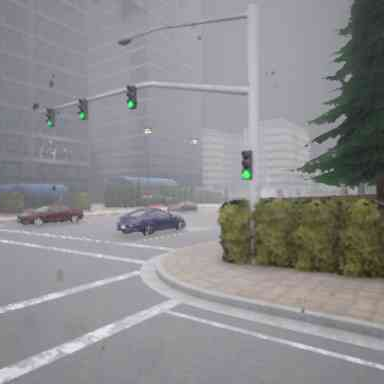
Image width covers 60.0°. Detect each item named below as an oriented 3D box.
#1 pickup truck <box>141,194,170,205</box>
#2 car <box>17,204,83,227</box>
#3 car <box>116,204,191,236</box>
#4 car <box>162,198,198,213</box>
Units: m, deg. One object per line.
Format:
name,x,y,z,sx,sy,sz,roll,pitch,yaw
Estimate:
pickup truck,-6.077,1.426,55.013,6.274,2.098,2.390,0,0,-24
car,-10.815,1.713,25.604,1.882,1.535,5.008,-1,0,35
car,-2.292,1.656,19.293,1.812,1.442,4.674,-1,0,35
car,-1.068,1.762,39.460,1.812,1.442,4.674,-1,0,35
